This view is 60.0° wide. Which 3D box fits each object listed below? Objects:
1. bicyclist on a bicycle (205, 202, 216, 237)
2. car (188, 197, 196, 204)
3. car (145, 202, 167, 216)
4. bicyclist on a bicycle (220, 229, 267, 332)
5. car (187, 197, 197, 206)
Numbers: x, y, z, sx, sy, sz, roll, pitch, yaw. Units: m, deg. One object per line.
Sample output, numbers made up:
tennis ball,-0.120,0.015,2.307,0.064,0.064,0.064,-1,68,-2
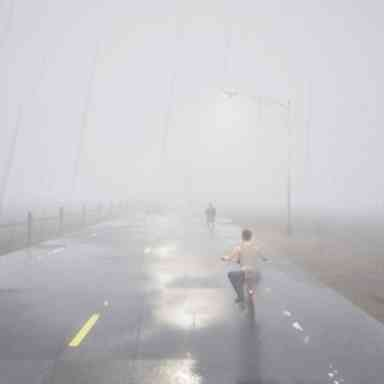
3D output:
bicyclist on a bicycle,0.973,1.421,17.435,0.659,1.776,1.843,0,0,0
car,0.038,1.985,77.117,1.837,1.490,4.892,0,-1,0
car,-3.583,1.689,34.366,2.033,1.411,5.357,0,0,0
bicyclist on a bicycle,0.947,1.448,5.882,0.866,1.612,1.509,0,0,0
car,0.061,1.827,62.027,2.128,1.511,4.902,0,-1,1
